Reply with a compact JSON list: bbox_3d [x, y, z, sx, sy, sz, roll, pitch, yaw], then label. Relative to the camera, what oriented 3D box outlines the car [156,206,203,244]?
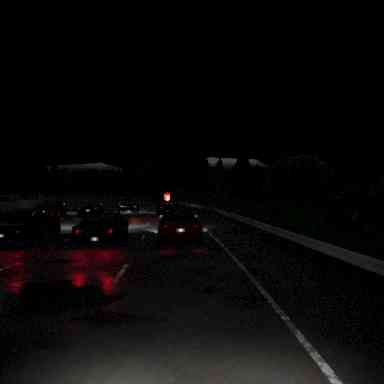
[{"bbox_3d":[-0.617,1.572,15.908,1.994,1.385,4.181,0,0,-4],"label":"car"}]

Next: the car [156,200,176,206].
[{"bbox_3d":[-2.450,1.533,31.988,1.812,1.442,4.674,0,0,-9],"label":"car"}]

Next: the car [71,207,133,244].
[{"bbox_3d":[-4.109,1.616,15.672,1.895,1.301,4.718,0,0,-4],"label":"car"}]

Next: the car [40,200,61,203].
[{"bbox_3d":[-12.830,1.485,30.406,1.882,1.535,5.008,0,0,-9],"label":"car"}]

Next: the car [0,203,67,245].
[{"bbox_3d":[-7.596,1.495,15.377,2.128,1.511,4.902,0,0,-4],"label":"car"}]

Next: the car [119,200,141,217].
[{"bbox_3d":[-5.910,1.495,31.460,2.128,1.511,4.902,0,0,-9],"label":"car"}]

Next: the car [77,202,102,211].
[{"bbox_3d":[-9.370,1.572,30.933,1.994,1.385,4.181,0,0,-9],"label":"car"}]
